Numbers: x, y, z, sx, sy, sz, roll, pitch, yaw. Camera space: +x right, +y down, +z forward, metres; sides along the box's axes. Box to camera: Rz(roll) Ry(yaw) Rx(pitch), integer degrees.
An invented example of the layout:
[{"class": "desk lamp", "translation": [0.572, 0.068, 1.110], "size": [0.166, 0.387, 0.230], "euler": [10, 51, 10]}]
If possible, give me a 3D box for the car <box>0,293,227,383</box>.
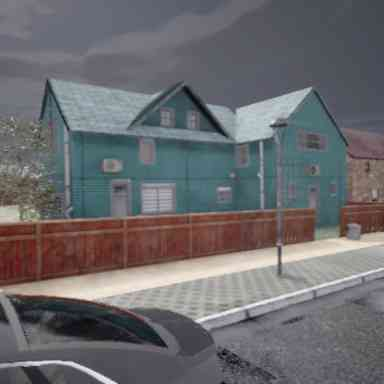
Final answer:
[{"class": "car", "translation": [-1.952, 1.507, 1.667], "size": [4.892, 1.490, 1.837], "euler": [0, 0, -35]}]
